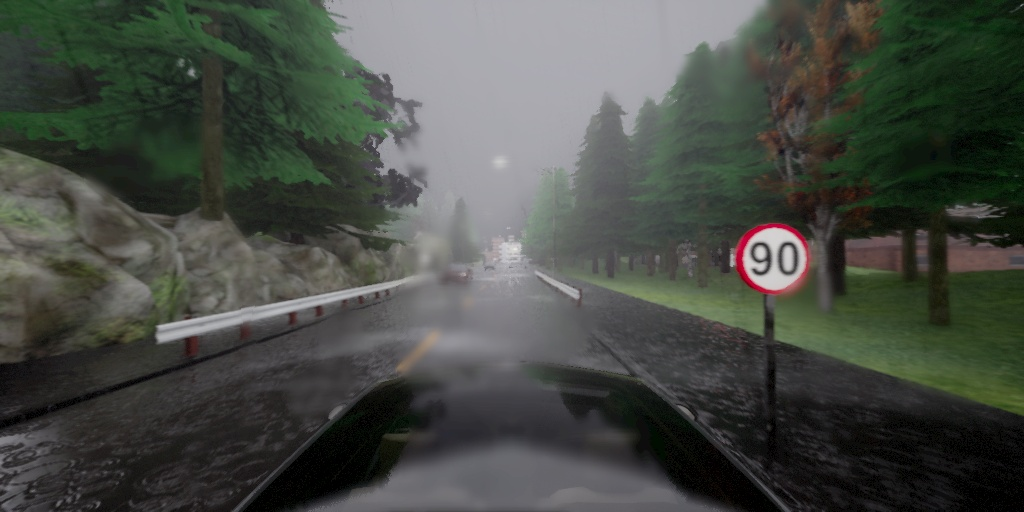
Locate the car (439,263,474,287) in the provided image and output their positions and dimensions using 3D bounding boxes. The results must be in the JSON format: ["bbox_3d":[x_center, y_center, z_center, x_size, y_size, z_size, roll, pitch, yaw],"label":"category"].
[{"bbox_3d":[-4.115,1.333,27.081,2.097,1.767,4.553,0,0,0],"label":"car"}]

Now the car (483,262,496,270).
[{"bbox_3d":[-3.940,1.819,64.164,1.837,1.490,4.892,0,-1,0],"label":"car"}]
